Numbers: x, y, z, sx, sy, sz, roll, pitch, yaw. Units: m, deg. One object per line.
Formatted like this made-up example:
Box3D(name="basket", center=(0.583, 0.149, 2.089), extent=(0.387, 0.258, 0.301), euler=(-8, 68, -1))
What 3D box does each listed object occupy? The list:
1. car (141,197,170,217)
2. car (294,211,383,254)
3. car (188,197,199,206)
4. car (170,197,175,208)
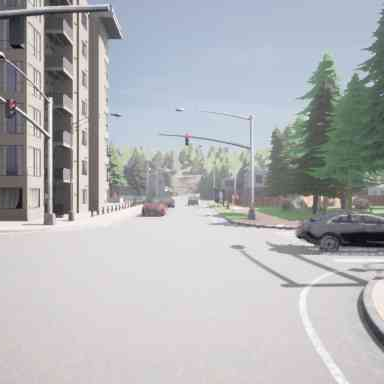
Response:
Box3D(name="car", center=(-3.490, 1.352, 31.308), extent=(2.097, 1.767, 4.553), euler=(0, 0, 0))
Box3D(name="car", center=(6.460, 1.479, 12.671), extent=(4.902, 1.511, 2.128), euler=(0, 0, 8))
Box3D(name="car", center=(0.196, 1.547, 55.737), extent=(2.033, 1.411, 5.357), euler=(0, 0, 0))
Box3D(name="car", center=(-3.422, 1.477, 47.017), extent=(1.882, 1.535, 5.008), euler=(0, 0, 0))
